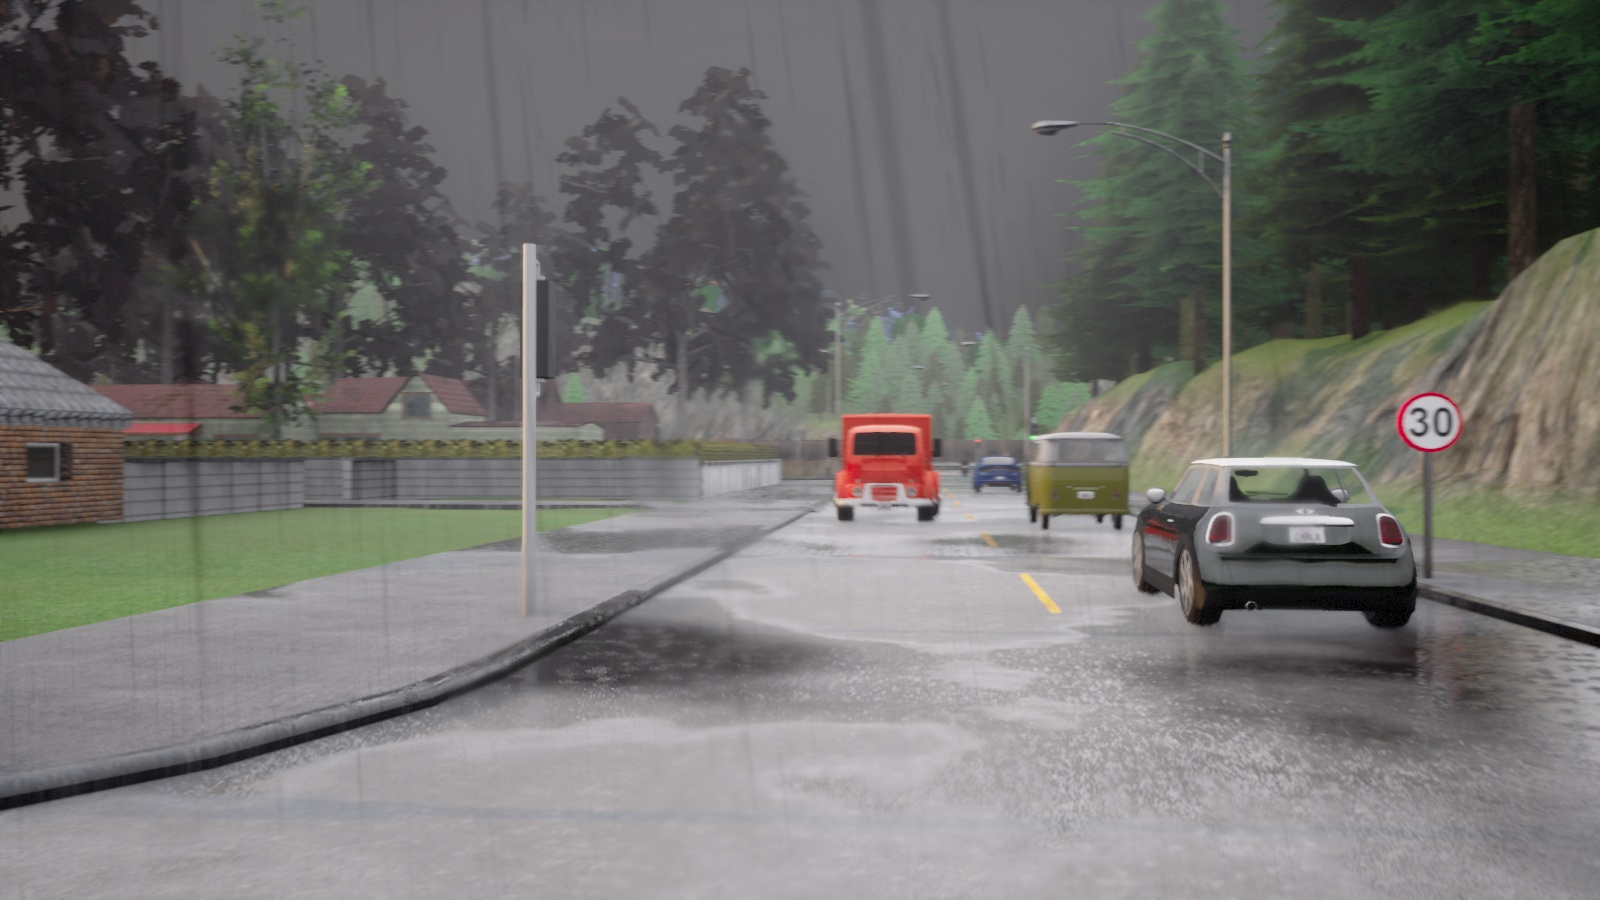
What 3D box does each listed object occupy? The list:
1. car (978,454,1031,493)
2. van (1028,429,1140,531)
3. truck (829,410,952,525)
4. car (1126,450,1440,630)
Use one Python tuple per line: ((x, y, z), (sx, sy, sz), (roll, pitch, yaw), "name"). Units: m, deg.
((8.487, 0.929, 52.448), (1.882, 1.535, 5.008), (0, 0, 6), "car")
((5.920, 0.597, 26.660), (1.775, 1.987, 4.442), (0, 0, 6), "van")
((2.193, 0.385, 29.620), (2.627, 2.467, 5.204), (0, 0, 6), "truck")
((4.474, 0.750, 12.285), (1.970, 1.475, 3.806), (0, 0, 7), "car")
